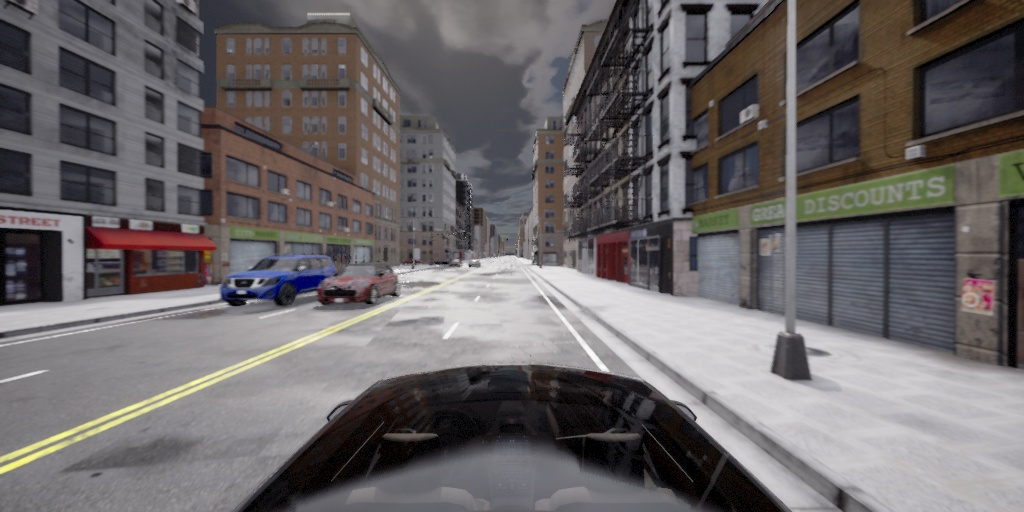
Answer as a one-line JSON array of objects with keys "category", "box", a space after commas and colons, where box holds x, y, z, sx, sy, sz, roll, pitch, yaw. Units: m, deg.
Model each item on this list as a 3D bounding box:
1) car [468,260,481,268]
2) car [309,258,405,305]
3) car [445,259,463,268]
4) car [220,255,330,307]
[{"category": "car", "box": [-6.492, 1.346, 62.695, 1.994, 1.385, 4.181, 0, 0, 0]}, {"category": "car", "box": [-6.599, 1.105, 15.943, 2.097, 1.767, 4.553, 0, 0, 0]}, {"category": "car", "box": [-9.741, 1.307, 62.695, 2.033, 1.411, 5.357, 0, 0, 0]}, {"category": "car", "box": [-9.848, 0.975, 15.817, 2.150, 2.045, 5.566, 0, 0, 0]}]
